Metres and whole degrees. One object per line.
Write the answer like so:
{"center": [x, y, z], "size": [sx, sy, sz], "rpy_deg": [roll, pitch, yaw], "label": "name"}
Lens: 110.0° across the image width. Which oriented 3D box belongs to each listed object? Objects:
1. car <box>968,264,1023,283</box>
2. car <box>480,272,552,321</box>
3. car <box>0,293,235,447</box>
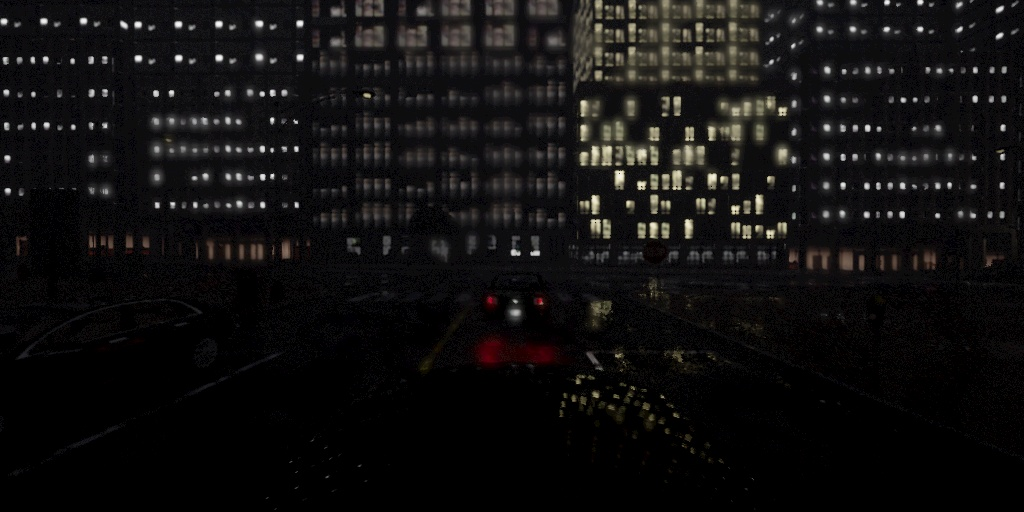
{"center": [41.209, 1.425, 29.865], "size": [4.902, 1.511, 2.128], "rpy_deg": [1, 1, 1], "label": "car"}
{"center": [0.238, 1.155, 11.540], "size": [1.895, 1.301, 4.718], "rpy_deg": [0, 1, 4], "label": "car"}
{"center": [-5.823, 1.242, 4.644], "size": [2.007, 1.370, 4.403], "rpy_deg": [0, 0, 0], "label": "car"}
